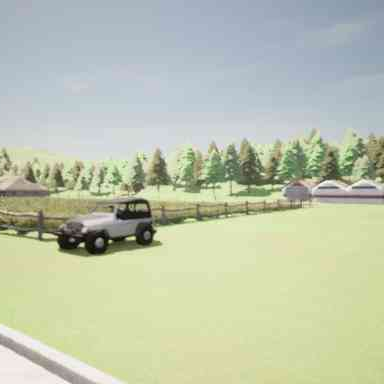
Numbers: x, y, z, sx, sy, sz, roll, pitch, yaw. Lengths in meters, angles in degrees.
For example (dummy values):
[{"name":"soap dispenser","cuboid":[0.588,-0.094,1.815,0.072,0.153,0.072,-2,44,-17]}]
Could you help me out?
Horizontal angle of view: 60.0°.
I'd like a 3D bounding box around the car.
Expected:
[{"name":"car","cuboid":[-3.101,1.184,12.741,1.905,1.878,3.866,0,0,35]}]
